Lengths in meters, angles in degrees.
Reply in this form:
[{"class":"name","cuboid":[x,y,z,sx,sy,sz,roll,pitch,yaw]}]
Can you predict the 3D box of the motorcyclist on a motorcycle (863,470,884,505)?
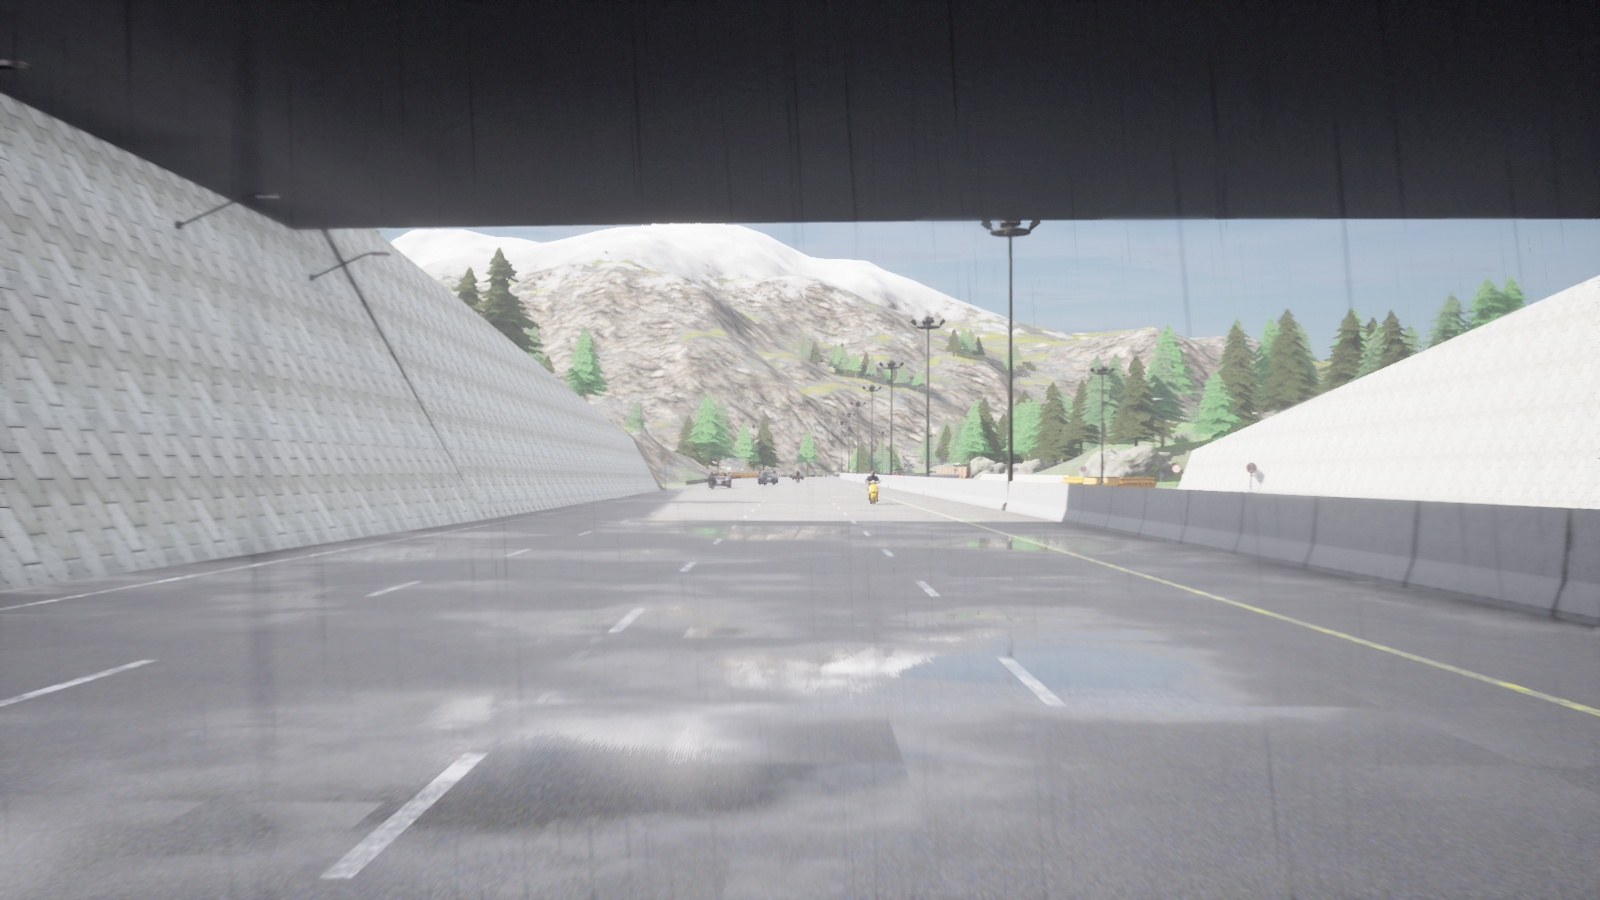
[{"class":"motorcyclist on a motorcycle","cuboid":[3.401,1.729,58.456,0.866,1.590,1.817,0,-1,0]}]
